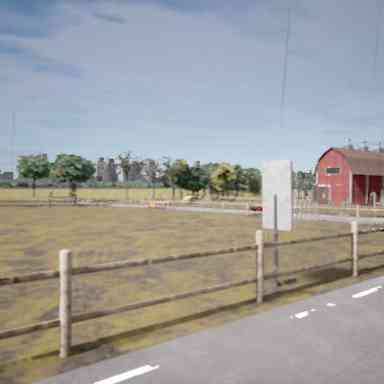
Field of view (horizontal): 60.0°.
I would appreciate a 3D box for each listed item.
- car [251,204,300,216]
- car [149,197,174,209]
[{"bbox_3d":[8.143,1.687,32.570,1.895,1.301,4.718,-1,0,-35],"label":"car"},{"bbox_3d":[-4.688,1.586,50.724,2.097,1.767,4.553,-1,0,-35],"label":"car"}]
